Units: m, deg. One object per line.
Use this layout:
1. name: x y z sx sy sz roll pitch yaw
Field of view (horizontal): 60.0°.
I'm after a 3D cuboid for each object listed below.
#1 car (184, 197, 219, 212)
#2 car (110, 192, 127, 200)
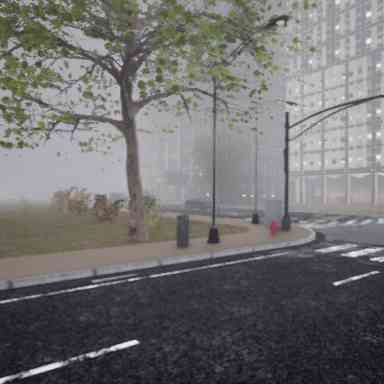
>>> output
1. car: 1.021 1.336 37.040 2.128 1.511 4.902 1 0 -34
2. car: -12.312 1.031 57.143 2.150 2.045 5.566 1 -1 -34
